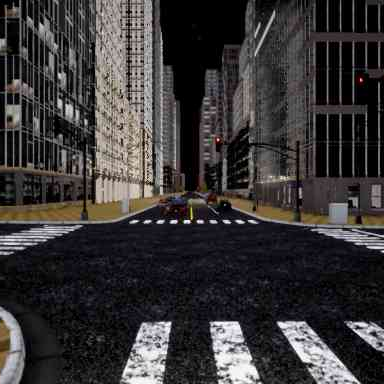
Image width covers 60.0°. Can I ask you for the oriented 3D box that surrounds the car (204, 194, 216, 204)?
[{"bbox_3d":[3.755,1.312,63.856,2.192,1.841,5.009,0,0,0],"label":"car"}]

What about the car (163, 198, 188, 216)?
[{"bbox_3d":[-1.517,1.581,33.078,1.994,1.385,4.181,0,0,0],"label":"car"}]

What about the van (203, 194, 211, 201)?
[{"bbox_3d":[3.677,1.320,80.439,1.690,1.788,3.998,0,0,0],"label":"van"}]

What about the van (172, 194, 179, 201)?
[{"bbox_3d":[-4.229,1.314,85.929,1.690,1.788,3.998,0,0,0],"label":"van"}]

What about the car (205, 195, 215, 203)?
[{"bbox_3d":[3.729,1.432,69.384,1.967,1.590,4.097,0,0,0],"label":"car"}]

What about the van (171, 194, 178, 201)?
[{"bbox_3d":[-4.203,1.320,80.402,1.690,1.788,3.998,0,0,0],"label":"van"}]

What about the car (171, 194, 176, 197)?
[{"bbox_3d":[-4.125,1.563,63.819,1.947,1.339,4.313,0,0,0],"label":"car"}]

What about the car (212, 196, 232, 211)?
[{"bbox_3d":[3.908,1.579,41.747,1.947,1.339,4.313,0,0,0],"label":"car"}]

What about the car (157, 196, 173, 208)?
[{"bbox_3d":[-4.048,1.592,47.236,1.802,1.307,4.206,0,0,0],"label":"car"}]

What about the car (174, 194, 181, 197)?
[{"bbox_3d":[-1.612,1.551,56.829,2.033,1.411,5.357,0,0,0],"label":"car"}]
